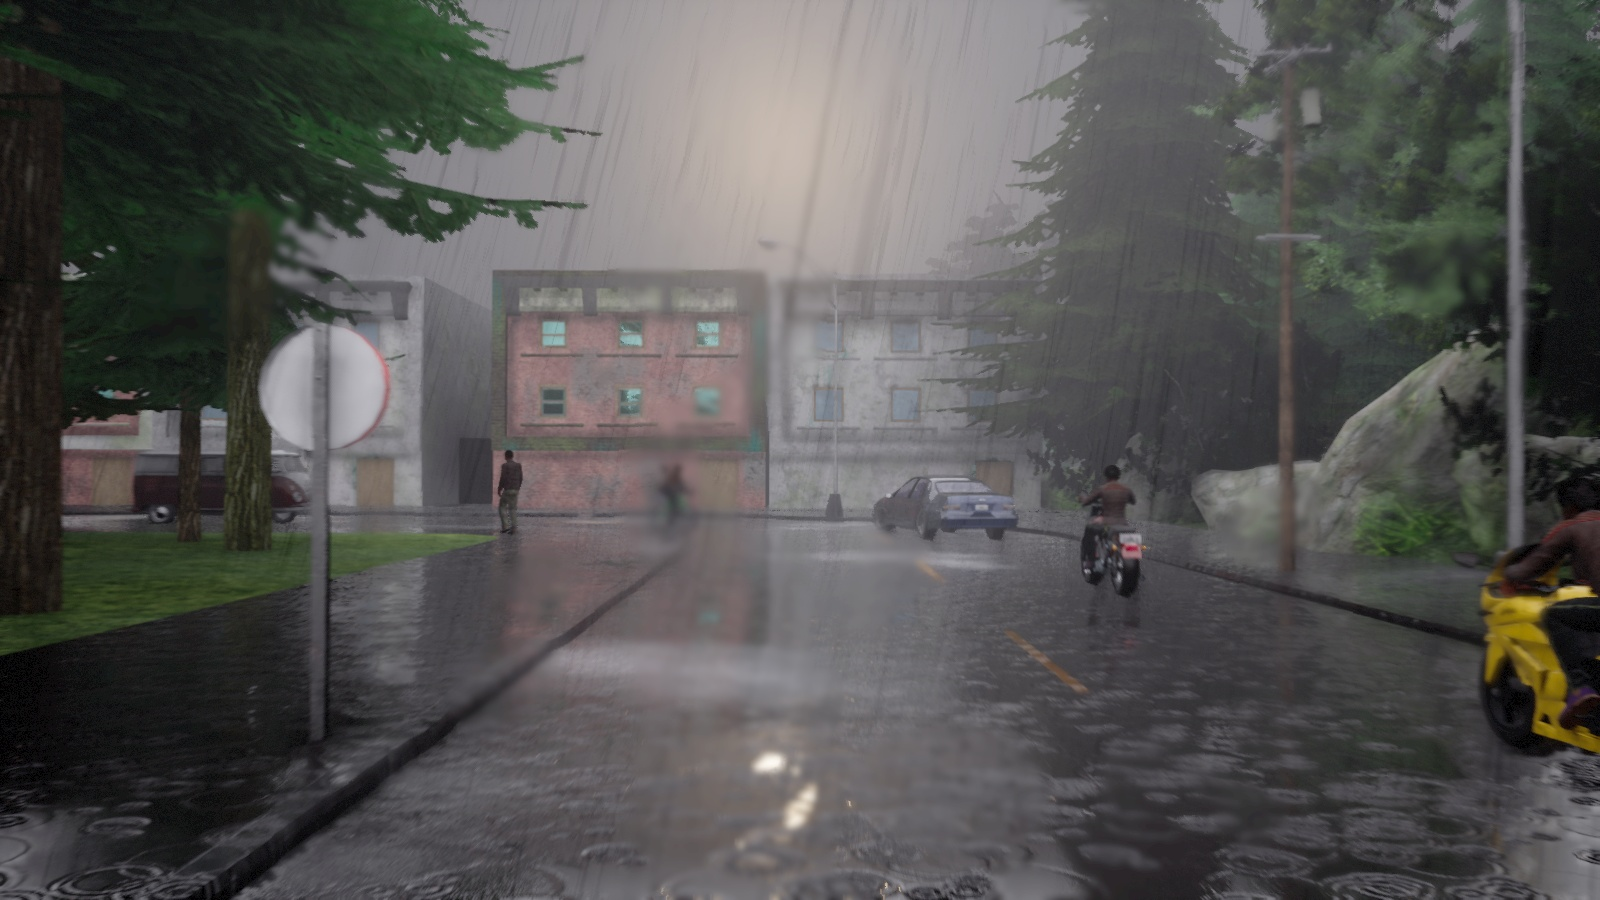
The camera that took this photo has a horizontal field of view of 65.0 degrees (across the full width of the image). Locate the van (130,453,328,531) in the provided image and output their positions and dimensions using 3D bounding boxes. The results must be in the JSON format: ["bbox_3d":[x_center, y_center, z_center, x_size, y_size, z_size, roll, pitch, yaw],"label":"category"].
[{"bbox_3d":[-15.021,1.087,33.189,4.442,1.987,1.775,0,-1,0],"label":"van"}]

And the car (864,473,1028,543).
[{"bbox_3d":[3.201,1.250,28.870,2.033,1.411,5.357,0,-1,-13],"label":"car"}]

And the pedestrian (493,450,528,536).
[{"bbox_3d":[-6.268,0.925,27.175,0.431,1.840,0.703,1,-1,-43],"label":"pedestrian"}]

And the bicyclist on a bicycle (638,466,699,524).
[{"bbox_3d":[-3.789,1.286,36.226,1.656,1.620,0.582,-1,0,22],"label":"bicyclist on a bicycle"}]

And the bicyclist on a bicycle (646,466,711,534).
[{"bbox_3d":[-2.999,1.208,30.941,1.656,1.620,0.582,-1,1,41],"label":"bicyclist on a bicycle"}]

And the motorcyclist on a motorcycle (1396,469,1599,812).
[{"bbox_3d":[3.984,0.868,6.518,0.797,1.523,2.044,0,-1,0],"label":"motorcyclist on a motorcycle"}]

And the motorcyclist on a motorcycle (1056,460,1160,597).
[{"bbox_3d":[3.961,0.973,16.349,0.766,1.649,2.350,0,-1,0],"label":"motorcyclist on a motorcycle"}]
